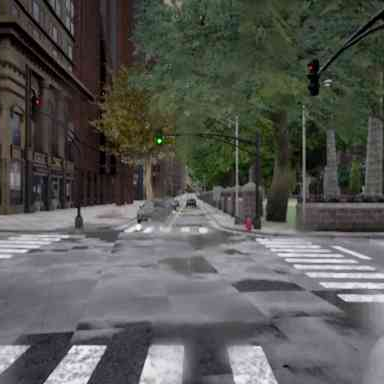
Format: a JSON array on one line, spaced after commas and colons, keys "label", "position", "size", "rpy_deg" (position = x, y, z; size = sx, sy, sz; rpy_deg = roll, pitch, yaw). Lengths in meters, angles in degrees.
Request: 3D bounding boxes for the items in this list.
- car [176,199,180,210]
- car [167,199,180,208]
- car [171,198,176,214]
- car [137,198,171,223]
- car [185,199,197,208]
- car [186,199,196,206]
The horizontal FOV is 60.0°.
[{"label": "car", "position": [-3.184, 1.658, 45.834], "size": [2.097, 1.767, 4.553], "rpy_deg": [0, -1, 0]}, {"label": "car", "position": [-3.173, 1.963, 57.205], "size": [1.994, 1.385, 4.181], "rpy_deg": [0, -1, 0]}, {"label": "car", "position": [-3.165, 1.723, 36.144], "size": [2.128, 1.511, 4.902], "rpy_deg": [0, 0, 0]}, {"label": "car", "position": [-3.148, 1.518, 27.056], "size": [2.097, 1.767, 4.553], "rpy_deg": [0, 0, 0]}, {"label": "car", "position": [-0.120, 1.910, 57.927], "size": [1.837, 1.490, 4.892], "rpy_deg": [0, -1, 0]}, {"label": "car", "position": [-0.140, 2.062, 67.961], "size": [1.994, 1.385, 4.181], "rpy_deg": [0, -1, 0]}]
